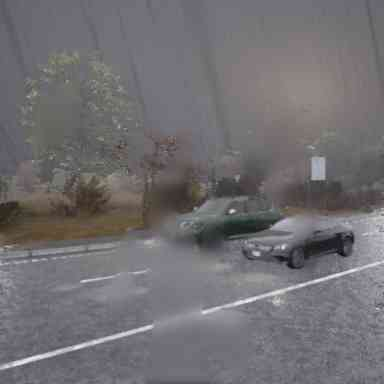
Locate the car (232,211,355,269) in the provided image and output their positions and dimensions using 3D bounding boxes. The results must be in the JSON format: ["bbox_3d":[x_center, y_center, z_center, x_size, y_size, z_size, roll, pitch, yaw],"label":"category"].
[{"bbox_3d":[3.747,1.519,11.241,4.674,1.442,1.812,-1,1,-38],"label":"car"}]

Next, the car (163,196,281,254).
[{"bbox_3d":[1.502,1.217,13.910,5.566,2.045,2.150,0,0,-38],"label":"car"}]
